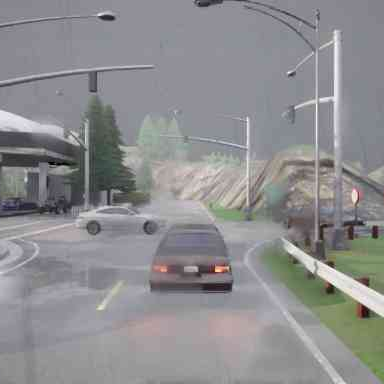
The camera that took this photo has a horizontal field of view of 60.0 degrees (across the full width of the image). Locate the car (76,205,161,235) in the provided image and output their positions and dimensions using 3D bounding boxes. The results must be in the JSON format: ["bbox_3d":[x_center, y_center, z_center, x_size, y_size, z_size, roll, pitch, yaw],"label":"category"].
[{"bbox_3d":[-3.647,1.415,17.461,4.674,1.442,1.812,0,0,-1],"label":"car"}]

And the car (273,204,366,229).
[{"bbox_3d":[6.481,1.359,17.625,2.033,1.411,5.357,0,0,-21],"label":"car"}]

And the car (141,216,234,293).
[{"bbox_3d":[0.032,1.547,8.978,2.033,1.411,5.357,0,0,1],"label":"car"}]

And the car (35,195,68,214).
[{"bbox_3d":[-14.600,1.313,35.292,1.905,1.878,3.866,0,0,-1],"label":"car"}]

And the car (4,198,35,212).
[{"bbox_3d":[-20.315,1.480,39.558,2.242,1.667,4.611,0,0,-1],"label":"car"}]
